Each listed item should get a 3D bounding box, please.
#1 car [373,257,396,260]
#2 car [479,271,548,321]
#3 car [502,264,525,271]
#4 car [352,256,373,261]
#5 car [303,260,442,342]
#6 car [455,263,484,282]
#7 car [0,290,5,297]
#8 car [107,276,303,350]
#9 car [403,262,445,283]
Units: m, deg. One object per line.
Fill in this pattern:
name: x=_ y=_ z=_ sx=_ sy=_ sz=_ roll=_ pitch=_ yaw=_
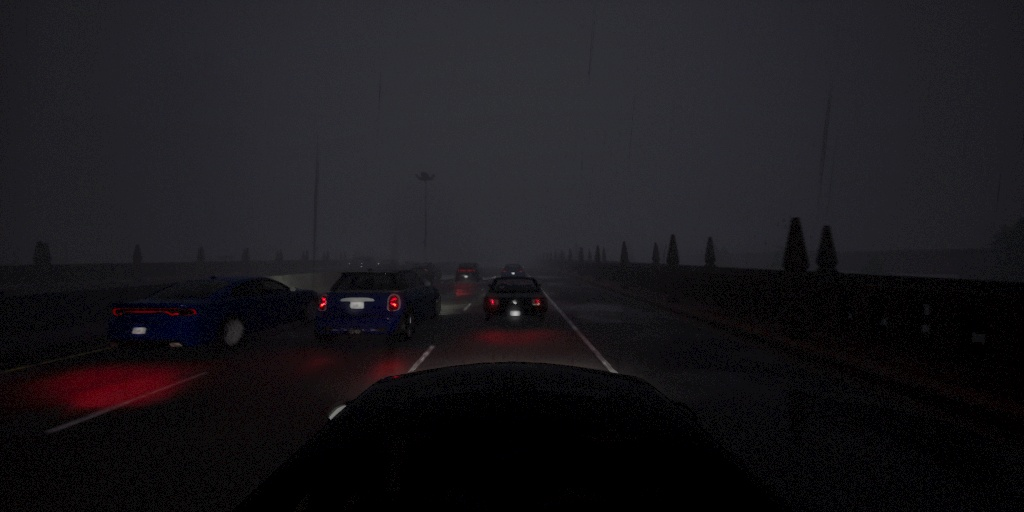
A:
car: x=-17.586 y=1.152 z=51.187 sx=2.097 sy=1.767 sz=4.553 roll=0 pitch=0 yaw=0
car: x=0.097 y=1.358 z=12.493 sx=1.895 sy=1.301 sz=4.718 roll=0 pitch=0 yaw=0
car: x=0.093 y=1.332 z=29.953 sx=1.994 sy=1.385 sz=4.181 roll=0 pitch=0 yaw=0
car: x=-21.081 y=1.019 z=50.669 sx=2.150 sy=2.045 sz=5.566 roll=0 pitch=0 yaw=0
car: x=-3.401 y=1.106 z=9.997 sx=2.097 sy=1.767 sz=4.553 roll=0 pitch=0 yaw=0
car: x=-3.407 y=1.273 z=28.970 sx=1.837 sy=1.490 sz=4.892 roll=0 pitch=0 yaw=0
car: x=-14.102 y=1.231 z=7.186 sx=1.882 sy=1.535 sz=5.008 roll=0 pitch=0 yaw=0
car: x=-6.902 y=1.232 z=9.113 sx=1.882 sy=1.535 sz=5.008 roll=0 pitch=0 yaw=0
car: x=-6.906 y=1.259 z=28.756 sx=2.128 sy=1.511 sz=4.902 roll=0 pitch=0 yaw=0
